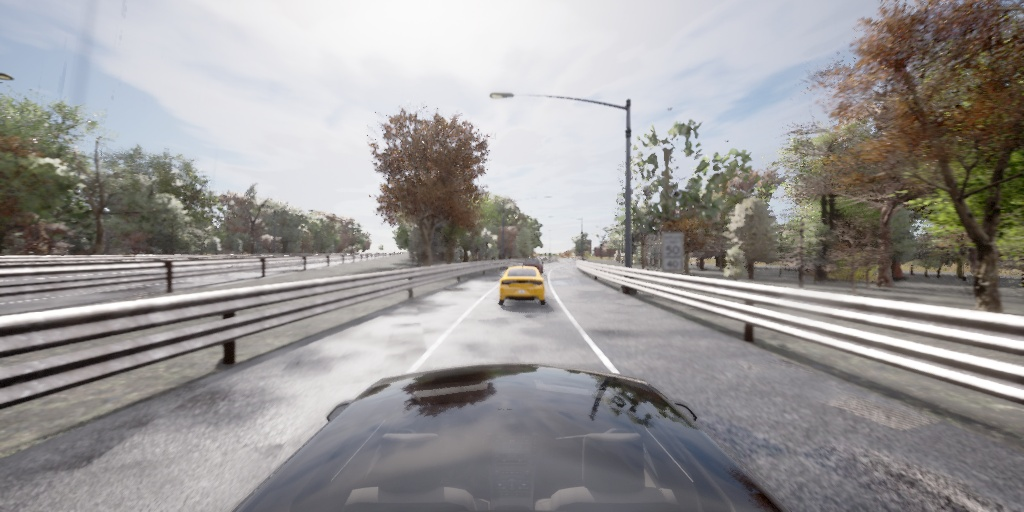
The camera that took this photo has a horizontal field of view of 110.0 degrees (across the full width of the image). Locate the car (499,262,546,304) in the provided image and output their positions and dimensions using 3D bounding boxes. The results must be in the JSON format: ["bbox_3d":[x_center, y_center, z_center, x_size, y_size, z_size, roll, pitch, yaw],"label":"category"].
[{"bbox_3d":[0.482,1.206,16.138,1.882,1.535,5.008,0,0,3],"label":"car"}]

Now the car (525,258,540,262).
[{"bbox_3d":[2.203,1.039,37.354,2.097,1.767,4.553,0,0,7],"label":"car"}]
